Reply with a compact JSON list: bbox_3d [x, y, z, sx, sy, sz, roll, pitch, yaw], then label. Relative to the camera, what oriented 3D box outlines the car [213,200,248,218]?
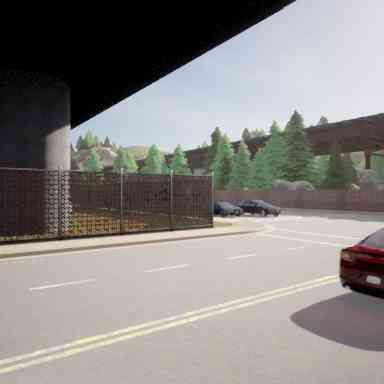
[{"bbox_3d":[2.739,1.562,30.521,1.994,1.385,4.181,0,0,-36],"label":"car"}]

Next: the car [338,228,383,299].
[{"bbox_3d":[5.403,1.478,7.627,5.008,1.535,1.882,0,0,-35],"label":"car"}]

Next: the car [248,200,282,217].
[{"bbox_3d":[6.254,1.504,31.631,1.837,1.490,4.892,0,0,-36],"label":"car"}]
